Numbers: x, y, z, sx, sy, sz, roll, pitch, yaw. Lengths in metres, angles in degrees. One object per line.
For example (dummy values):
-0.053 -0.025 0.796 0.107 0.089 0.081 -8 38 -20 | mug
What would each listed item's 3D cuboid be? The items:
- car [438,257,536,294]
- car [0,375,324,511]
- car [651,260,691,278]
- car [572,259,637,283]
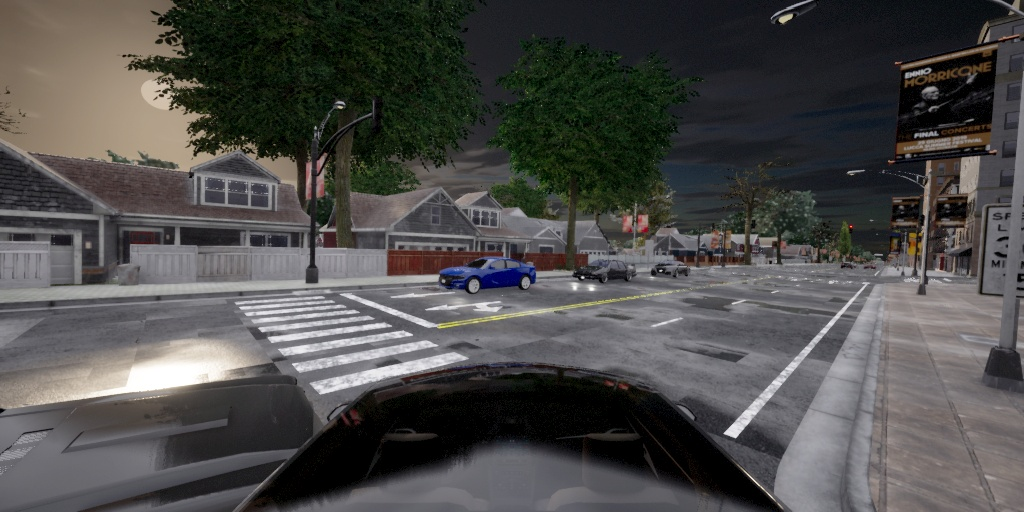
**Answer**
-1.013 0.787 16.551 5.008 1.535 1.882 1 2 -44 | car
-3.316 1.277 1.382 4.718 1.301 1.895 1 2 -34 | car
13.446 1.023 30.293 4.181 1.385 1.994 1 2 -44 | car
6.200 0.929 23.421 5.357 1.411 2.033 1 2 -44 | car
